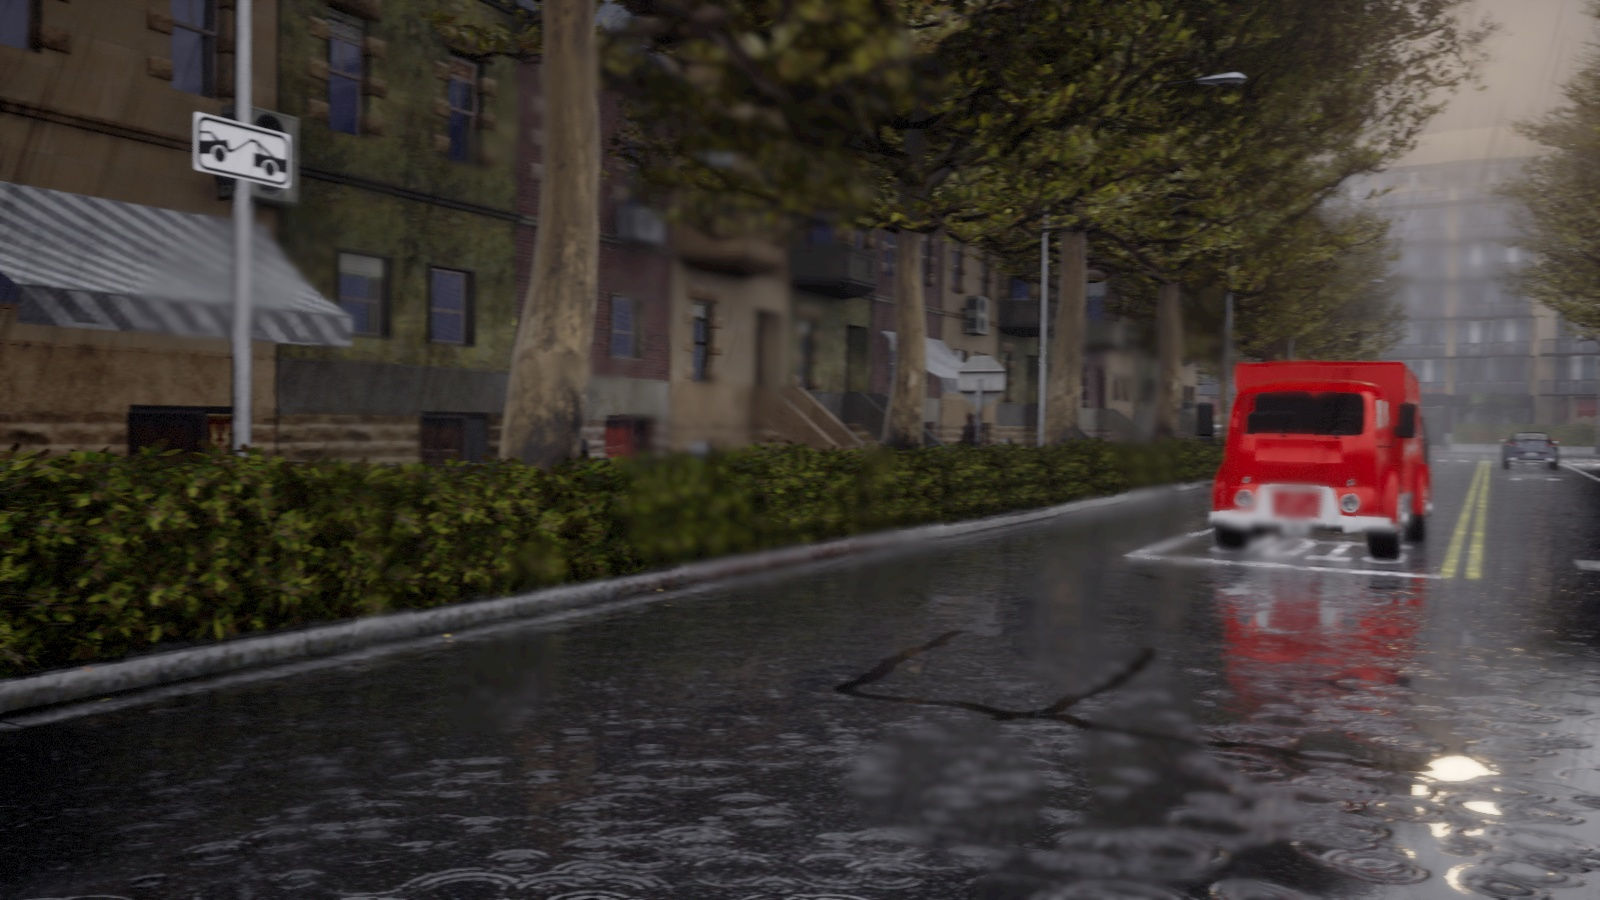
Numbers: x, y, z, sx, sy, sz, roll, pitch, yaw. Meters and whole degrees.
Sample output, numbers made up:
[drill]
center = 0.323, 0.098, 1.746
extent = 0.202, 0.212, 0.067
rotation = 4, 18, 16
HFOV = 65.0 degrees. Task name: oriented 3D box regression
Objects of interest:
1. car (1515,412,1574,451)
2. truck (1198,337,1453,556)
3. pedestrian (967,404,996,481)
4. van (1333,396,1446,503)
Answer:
[car]
center = 33.085, -0.838, 55.931
extent = 2.152, 1.651, 5.027
rotation = 0, 1, 29
[truck]
center = 7.327, -0.096, 17.101
extent = 2.627, 2.467, 5.204
rotation = 0, 1, 29
[pedestrian]
center = 4.391, -0.189, 30.437
extent = 0.376, 1.854, 0.720
rotation = 0, 1, 38
[van]
center = 12.093, -0.073, 25.612
extent = 1.775, 1.987, 4.442
rotation = 0, 2, 29
